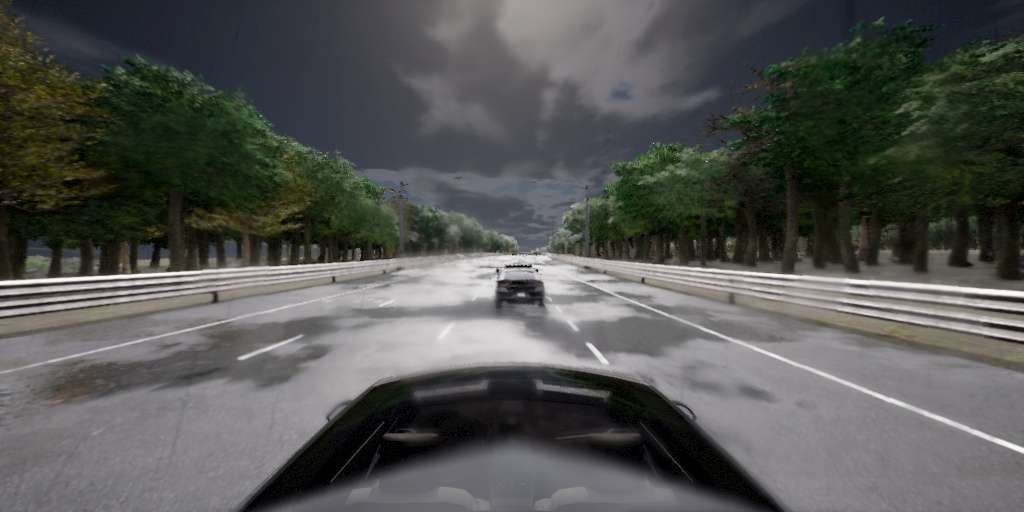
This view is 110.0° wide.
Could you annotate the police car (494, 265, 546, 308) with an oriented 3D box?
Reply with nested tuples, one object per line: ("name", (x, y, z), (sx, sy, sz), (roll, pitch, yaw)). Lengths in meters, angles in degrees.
("police car", (0.270, 1.186, 15.331), (1.930, 1.638, 5.238), (0, 0, -2))
